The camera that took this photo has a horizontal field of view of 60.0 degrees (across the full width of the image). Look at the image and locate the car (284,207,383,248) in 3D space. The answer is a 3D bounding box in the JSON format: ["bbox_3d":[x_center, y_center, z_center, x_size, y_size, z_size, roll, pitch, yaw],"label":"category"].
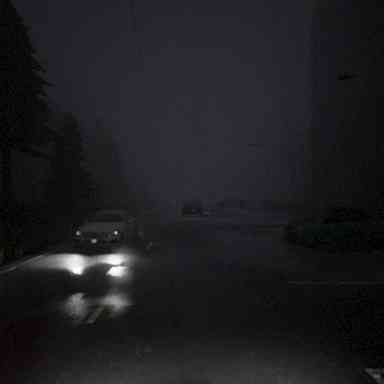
[{"bbox_3d":[6.029,1.474,14.226,3.988,1.617,1.851,0,0,-1],"label":"car"}]

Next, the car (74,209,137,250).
[{"bbox_3d":[-3.556,1.516,14.492,1.812,1.442,4.674,0,0,1],"label":"car"}]

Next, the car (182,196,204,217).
[{"bbox_3d":[0.068,1.458,31.176,1.882,1.535,5.008,0,0,0],"label":"car"}]

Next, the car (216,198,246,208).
[{"bbox_3d":[5.511,1.520,47.234,4.181,1.381,1.994,0,0,-1],"label":"car"}]
